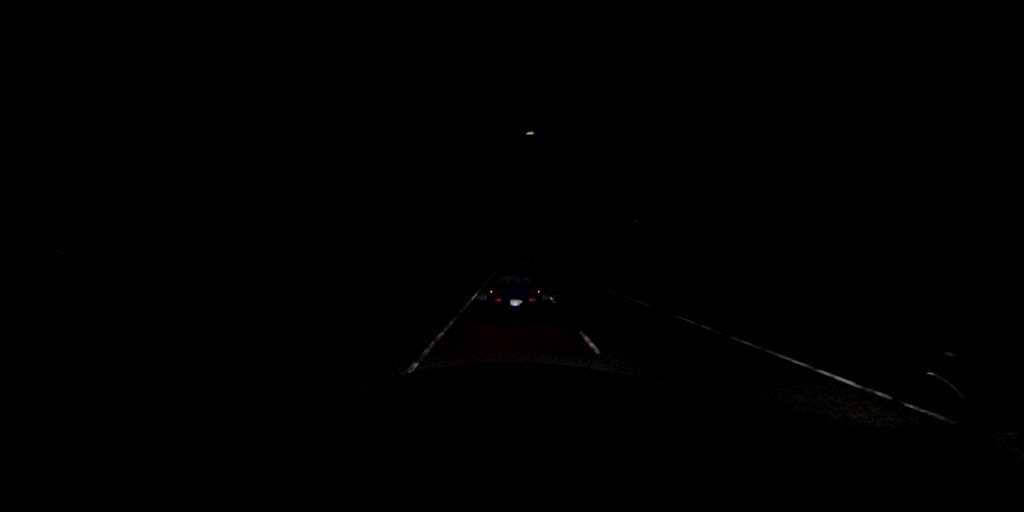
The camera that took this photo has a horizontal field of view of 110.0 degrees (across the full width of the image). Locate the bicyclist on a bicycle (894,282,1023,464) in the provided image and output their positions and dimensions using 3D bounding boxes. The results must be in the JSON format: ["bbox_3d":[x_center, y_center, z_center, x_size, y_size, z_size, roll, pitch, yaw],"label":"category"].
[{"bbox_3d":[4.465,1.109,3.276,0.659,1.776,1.843,0,1,0],"label":"bicyclist on a bicycle"}]

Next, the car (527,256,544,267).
[{"bbox_3d":[3.611,0.838,53.113,1.882,1.535,5.008,0,0,0],"label":"car"}]

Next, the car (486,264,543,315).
[{"bbox_3d":[0.088,1.190,12.933,1.812,1.442,4.674,0,0,0],"label":"car"}]
